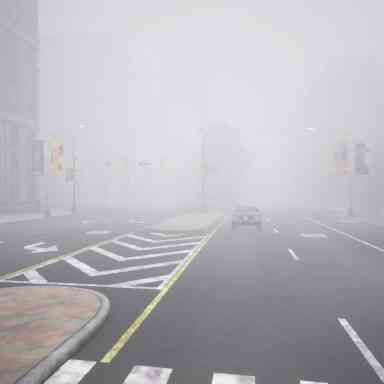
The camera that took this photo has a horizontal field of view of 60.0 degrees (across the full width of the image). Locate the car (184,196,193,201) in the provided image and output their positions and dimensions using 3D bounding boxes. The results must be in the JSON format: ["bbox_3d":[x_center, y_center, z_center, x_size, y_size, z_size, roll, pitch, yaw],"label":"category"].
[{"bbox_3d":[-0.923,1.595,85.445,1.895,1.301,4.718,0,0,9],"label":"car"}]

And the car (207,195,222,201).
[{"bbox_3d":[5.852,1.525,85.048,2.128,1.511,4.902,0,0,9],"label":"car"}]

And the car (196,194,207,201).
[{"bbox_3d":[2.402,1.355,85.639,2.097,1.767,4.553,0,0,9],"label":"car"}]

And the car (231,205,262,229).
[{"bbox_3d":[3.507,1.547,21.439,2.033,1.411,5.357,0,0,10],"label":"car"}]
